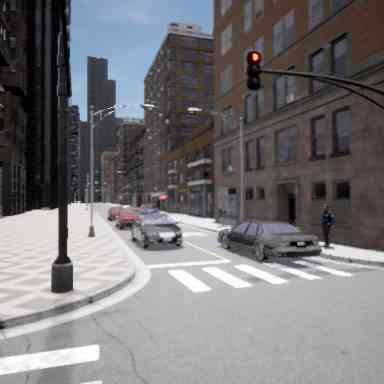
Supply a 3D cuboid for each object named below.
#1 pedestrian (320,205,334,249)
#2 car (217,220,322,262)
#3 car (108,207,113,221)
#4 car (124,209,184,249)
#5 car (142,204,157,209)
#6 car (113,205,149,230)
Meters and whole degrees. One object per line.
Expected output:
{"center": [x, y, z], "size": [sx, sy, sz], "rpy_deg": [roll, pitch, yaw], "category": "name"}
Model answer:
{"center": [5.629, 1.415, 13.940], "size": [0.375, 1.860, 0.375], "rpy_deg": [0, -1, -18], "category": "pedestrian"}
{"center": [2.816, 1.824, 13.435], "size": [2.033, 1.411, 5.357], "rpy_deg": [0, -1, -19], "category": "car"}
{"center": [-8.156, 2.322, 36.587], "size": [1.882, 1.535, 5.008], "rpy_deg": [0, -1, -18], "category": "car"}
{"center": [-1.876, 1.870, 16.921], "size": [2.128, 1.511, 4.902], "rpy_deg": [0, -1, -19], "category": "car"}
{"center": [-5.002, 2.194, 37.204], "size": [2.097, 1.767, 4.553], "rpy_deg": [0, -1, -18], "category": "car"}
{"center": [-5.006, 2.090, 26.727], "size": [1.882, 1.535, 5.008], "rpy_deg": [0, -1, -18], "category": "car"}
